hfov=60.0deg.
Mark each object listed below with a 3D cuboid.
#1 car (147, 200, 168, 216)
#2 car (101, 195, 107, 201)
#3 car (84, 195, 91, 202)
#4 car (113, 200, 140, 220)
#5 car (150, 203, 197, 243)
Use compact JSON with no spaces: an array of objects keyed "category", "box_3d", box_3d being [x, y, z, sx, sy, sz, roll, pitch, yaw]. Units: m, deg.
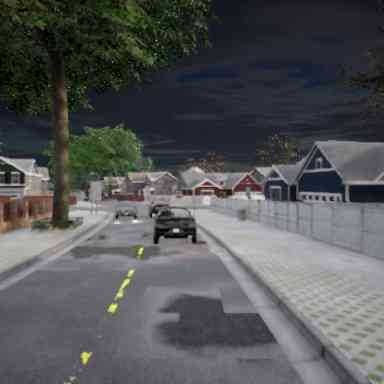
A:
[{"category":"car","box_3d":[-3.003,1.489,30.339,1.837,1.490,4.892,0,0,-10]},{"category":"car","box_3d":[-22.356,1.483,82.356,1.882,1.535,5.008,-1,0,-29]},{"category":"car","box_3d":[-25.493,1.677,82.338,1.994,1.385,4.181,-1,0,-29]},{"category":"car","box_3d":[-5.624,1.509,28.820,1.837,1.490,4.892,0,-1,-10]},{"category":"car","box_3d":[-0.894,1.461,16.032,1.882,1.535,5.008,0,-1,-6]}]
